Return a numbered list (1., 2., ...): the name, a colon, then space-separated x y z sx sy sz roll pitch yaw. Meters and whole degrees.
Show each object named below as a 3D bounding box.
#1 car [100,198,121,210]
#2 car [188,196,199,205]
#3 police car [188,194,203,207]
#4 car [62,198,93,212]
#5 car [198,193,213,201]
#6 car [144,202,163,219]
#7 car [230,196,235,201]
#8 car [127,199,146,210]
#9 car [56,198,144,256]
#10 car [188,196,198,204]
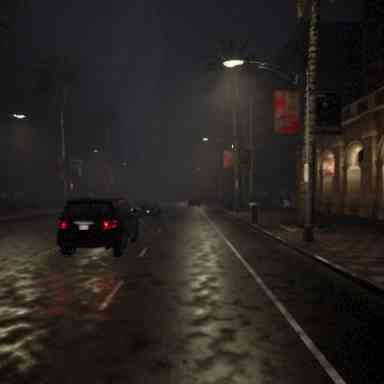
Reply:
1. car: -11.165 1.622 46.104 1.812 1.442 4.674 0 0 -1
2. car: 0.217 1.613 63.079 1.882 1.535 5.008 0 0 -1
3. police car: 0.363 1.540 53.190 1.930 1.638 5.238 0 0 -1
4. car: -14.099 1.566 41.221 2.231 1.521 4.892 0 0 -1
5. car: 3.354 1.220 83.615 2.150 2.045 5.566 0 0 32
6. car: -3.762 1.628 30.311 1.994 1.385 4.181 0 0 -1
7. car: 13.009 1.669 94.441 5.008 1.535 1.882 0 0 -36
8. car: -7.667 1.661 46.204 1.994 1.385 4.181 0 0 -1
9. car: -3.523 1.248 13.430 2.150 2.045 5.566 0 0 -1
10. car: 0.210 1.673 68.654 1.812 1.442 4.674 0 0 3
